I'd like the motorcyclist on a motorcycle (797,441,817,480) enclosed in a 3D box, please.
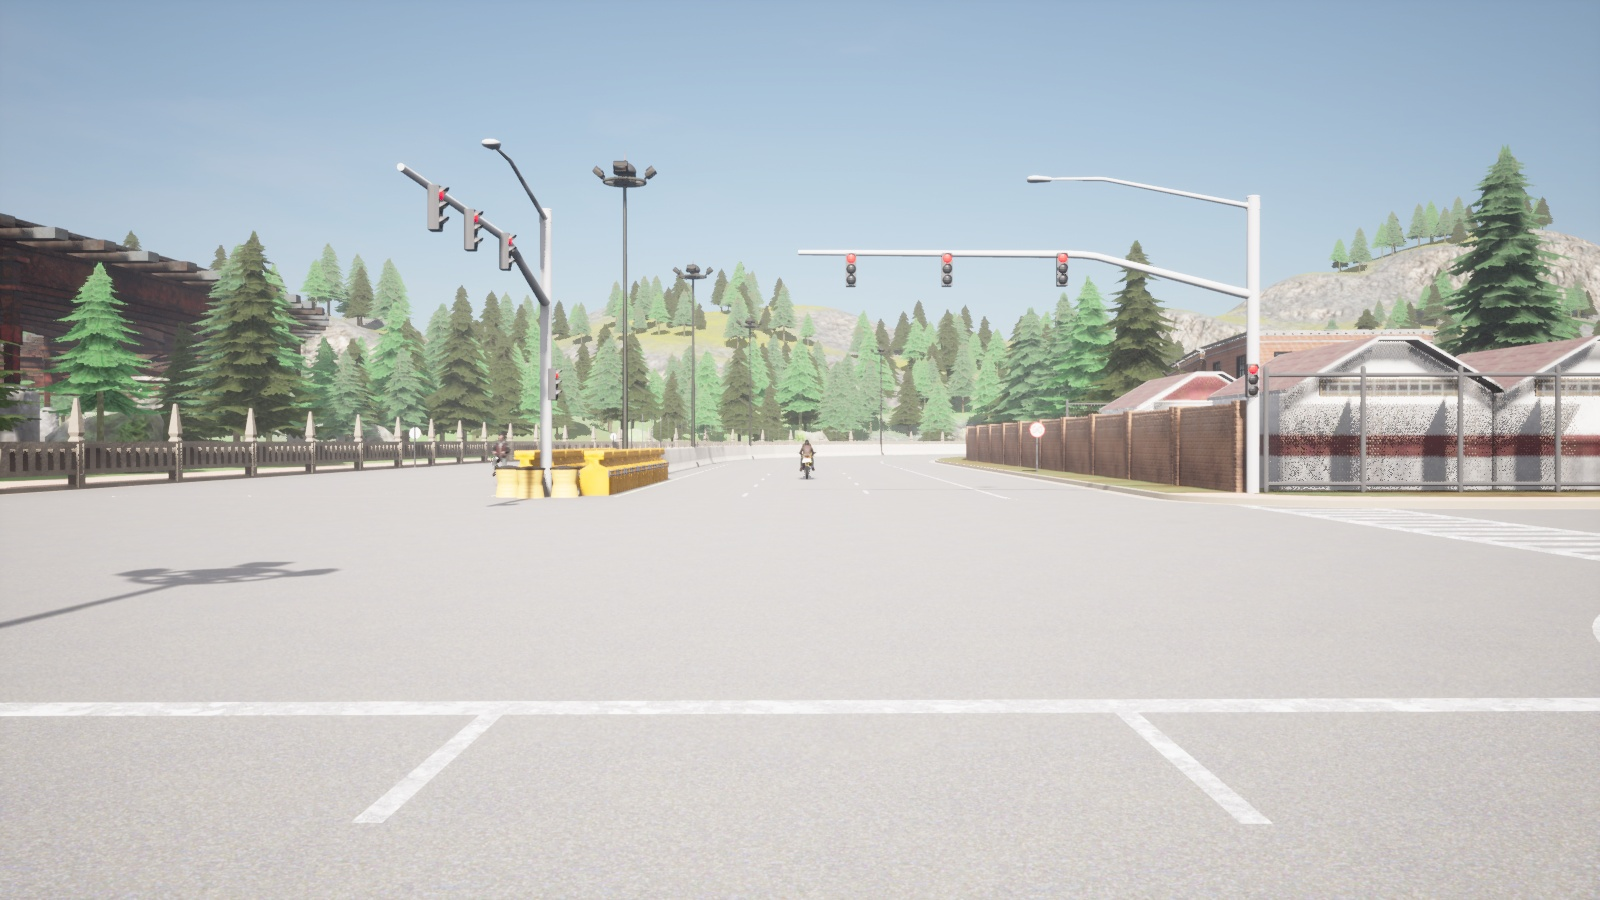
[{"bbox_3d":[0.285,0.403,50.764,0.797,1.523,2.044,0,0,0],"label":"motorcyclist on a motorcycle"}]
